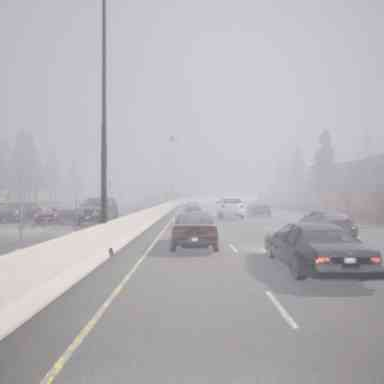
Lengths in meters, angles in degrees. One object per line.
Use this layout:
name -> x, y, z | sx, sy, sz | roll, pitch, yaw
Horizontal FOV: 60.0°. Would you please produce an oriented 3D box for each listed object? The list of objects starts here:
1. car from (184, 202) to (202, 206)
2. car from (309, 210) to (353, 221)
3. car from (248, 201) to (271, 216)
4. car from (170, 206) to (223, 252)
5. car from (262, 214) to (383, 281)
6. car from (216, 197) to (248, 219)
car -> 0.091, 1.795, 35.047 | 1.812, 1.442, 4.674 | 0, 0, 0
car -> 7.095, 1.663, 17.753 | 1.812, 1.442, 4.674 | 0, 0, 0
car -> 7.089, 1.751, 35.565 | 1.882, 1.535, 5.008 | 0, 0, 0
car -> 0.095, 1.591, 14.603 | 1.882, 1.535, 5.008 | 0, 0, 0
car -> 3.595, 1.626, 10.071 | 2.033, 1.411, 5.357 | 0, 0, 0
car -> 3.590, 1.469, 31.898 | 2.150, 2.045, 5.566 | 0, 0, 0
